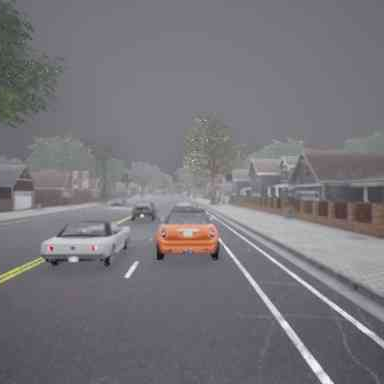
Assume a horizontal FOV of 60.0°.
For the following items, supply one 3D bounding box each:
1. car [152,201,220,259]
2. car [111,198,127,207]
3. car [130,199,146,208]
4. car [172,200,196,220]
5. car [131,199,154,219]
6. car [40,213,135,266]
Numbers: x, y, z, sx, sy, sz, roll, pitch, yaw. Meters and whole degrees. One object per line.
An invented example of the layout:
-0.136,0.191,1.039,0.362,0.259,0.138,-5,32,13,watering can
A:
-0.176,1.377,12.806,2.097,1.767,4.553,0,0,-1,car
-11.436,1.680,52.434,1.994,1.385,4.181,0,0,-2,car
-8.136,1.710,50.634,1.895,1.301,4.718,0,0,-2,car
-0.731,1.538,29.704,1.882,1.535,5.008,0,0,-2,car
-3.936,1.567,28.205,1.837,1.490,4.892,0,0,-2,car
-3.393,1.627,11.640,1.895,1.301,4.718,0,0,-1,car
